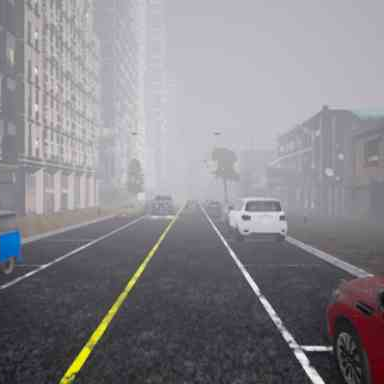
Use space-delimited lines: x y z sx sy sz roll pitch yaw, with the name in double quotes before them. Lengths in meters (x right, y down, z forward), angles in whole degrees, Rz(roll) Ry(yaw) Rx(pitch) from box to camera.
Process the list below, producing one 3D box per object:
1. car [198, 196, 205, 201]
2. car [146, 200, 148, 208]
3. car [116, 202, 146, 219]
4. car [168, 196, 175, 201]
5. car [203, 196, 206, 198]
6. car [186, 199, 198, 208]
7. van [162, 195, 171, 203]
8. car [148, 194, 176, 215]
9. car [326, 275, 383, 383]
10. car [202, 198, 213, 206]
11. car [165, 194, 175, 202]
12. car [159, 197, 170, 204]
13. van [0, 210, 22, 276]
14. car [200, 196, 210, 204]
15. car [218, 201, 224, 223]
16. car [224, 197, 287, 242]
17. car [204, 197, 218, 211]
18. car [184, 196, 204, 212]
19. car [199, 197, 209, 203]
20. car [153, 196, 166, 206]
"car" 2.649 1.843 92.409 1.947 1.339 4.313 -1 0 0
"car" -5.684 1.704 47.309 1.947 1.339 4.313 -1 0 0
"car" -5.679 1.613 30.207 1.752 1.417 4.829 -1 0 0
"car" -5.734 1.858 92.462 1.802 1.307 4.206 -1 0 0
"car" 2.662 1.700 52.901 1.887 1.381 4.507 -1 0 0
"car" 0.027 1.753 51.865 1.895 1.301 4.718 0 0 0
"van" -5.699 1.564 75.530 1.690 1.788 3.998 -1 0 0
"car" -3.103 1.330 36.398 2.150 2.045 5.566 0 -1 0
"car" 2.674 1.322 2.105 2.192 1.841 5.009 -1 0 0
"car" 2.660 1.754 58.545 1.802 1.307 4.206 -1 0 0
"car" -5.742 1.574 86.819 2.192 1.841 5.009 -1 0 0
"car" -5.691 1.771 69.886 1.947 1.339 4.313 -1 0 0
"van" -5.675 1.364 7.801 1.690 1.788 3.998 -1 0 0
"car" 2.654 1.646 69.833 1.967 1.590 4.097 -1 0 0
"car" 3.138 1.573 23.725 1.837 1.490 4.892 0 0 0
"car" 3.101 1.277 16.755 2.150 2.045 5.566 0 0 0
"car" 2.666 1.688 41.613 1.947 1.339 4.313 -1 0 0
"car" 0.053 1.606 39.970 2.128 1.511 4.902 0 0 0
"car" 2.654 1.789 75.477 1.947 1.339 4.313 -1 0 0
"car" -5.689 1.612 58.598 1.967 1.590 4.097 -1 0 0
